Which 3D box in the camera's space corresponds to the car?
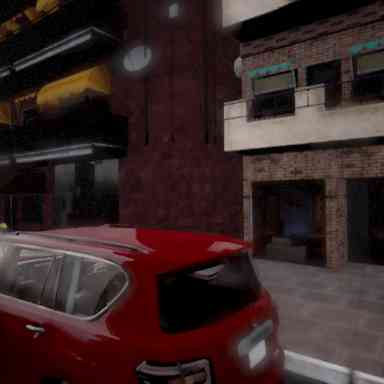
[{"bbox_3d":[-1.442,1.314,3.919,5.009,1.841,2.192,0,-1,36],"label":"car"}]
